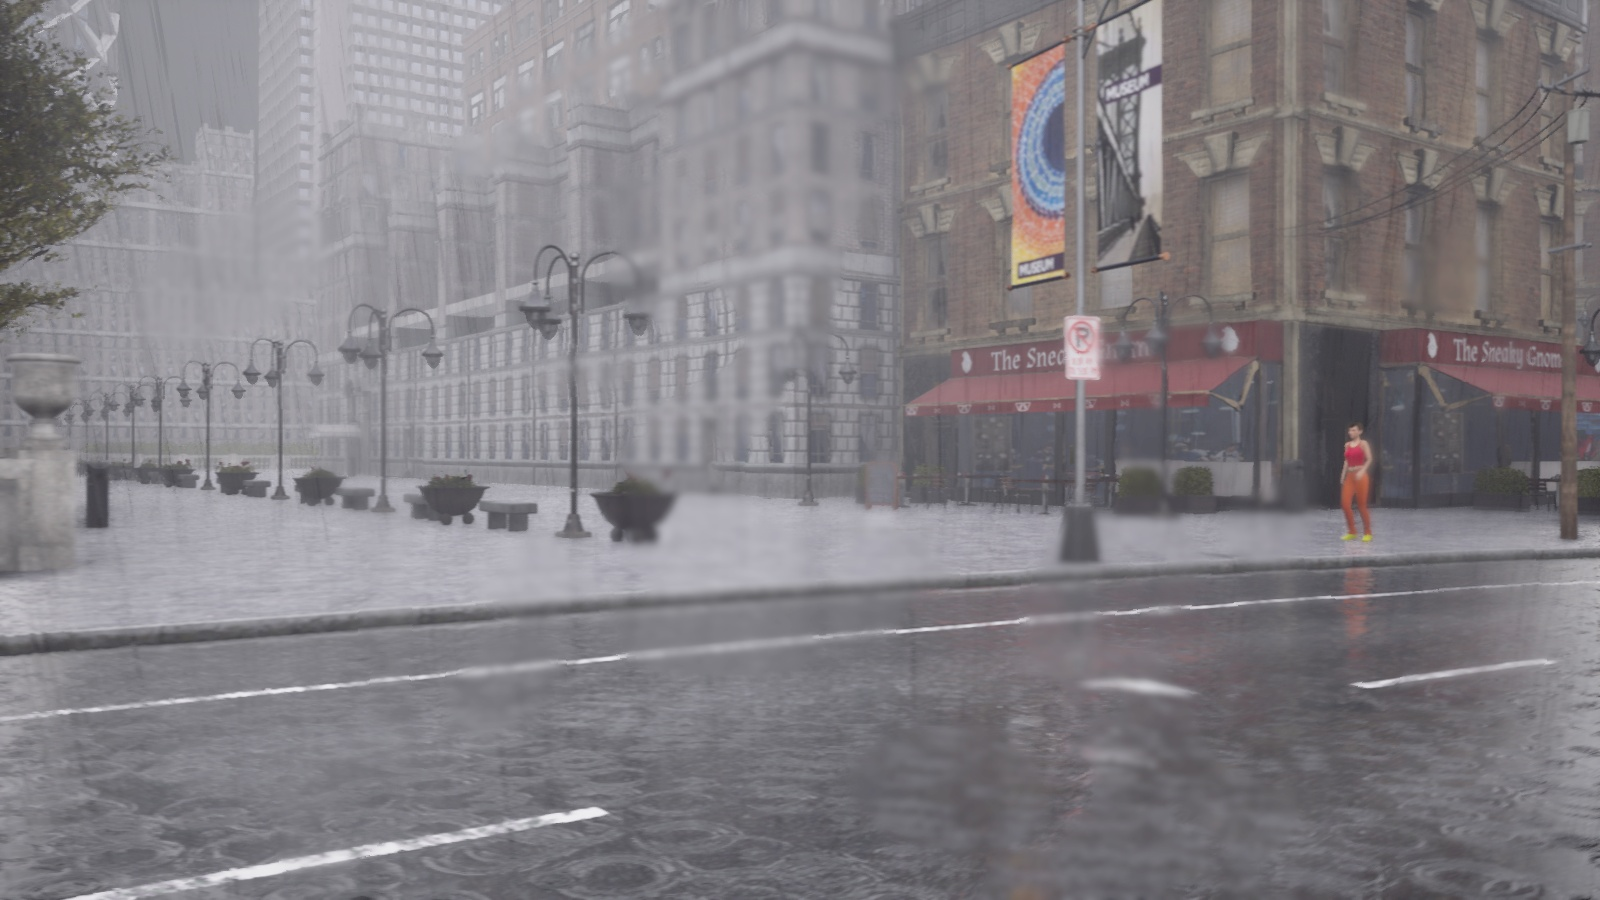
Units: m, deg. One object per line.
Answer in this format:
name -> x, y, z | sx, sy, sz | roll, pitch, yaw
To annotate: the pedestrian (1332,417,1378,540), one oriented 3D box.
pedestrian -> 8.408, 0.430, 19.025 | 0.594, 1.836, 0.345 | 0, 0, -28
